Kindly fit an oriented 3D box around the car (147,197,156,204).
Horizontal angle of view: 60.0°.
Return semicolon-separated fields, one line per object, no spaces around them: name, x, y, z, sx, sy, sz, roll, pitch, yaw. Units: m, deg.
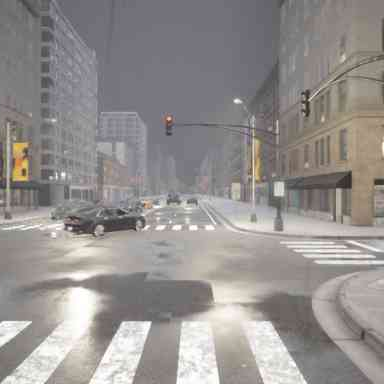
car;-6.541;1.473;45.760;1.882;1.535;5.008;0;0;0

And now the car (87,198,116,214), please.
car;-9.806;1.503;36.394;1.837;1.490;4.892;0;0;0

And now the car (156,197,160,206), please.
car;-6.518;1.517;55.612;1.812;1.442;4.674;0;0;1

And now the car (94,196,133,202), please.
car;-6.566;1.352;27.418;2.097;1.767;4.553;0;0;0

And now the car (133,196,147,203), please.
car;-6.552;1.490;36.257;2.128;1.511;4.902;0;0;0

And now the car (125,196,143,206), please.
car;-9.761;1.483;56.637;2.128;1.511;4.902;0;0;1

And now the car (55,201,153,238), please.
car;-4.564;1.509;18.029;1.837;1.490;4.892;2;1;33

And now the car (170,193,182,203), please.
car;-3.191;1.208;68.347;2.150;2.045;5.566;0;0;0

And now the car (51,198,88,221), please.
car;-9.815;1.352;27.422;2.097;1.767;4.553;0;0;0

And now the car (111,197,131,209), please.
car;-9.793;1.521;46.339;1.812;1.442;4.674;0;0;0

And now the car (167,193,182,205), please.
car;-3.200;1.212;57.927;2.150;2.045;5.566;0;0;0

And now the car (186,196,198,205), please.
car;0.050;1.496;57.895;1.837;1.490;4.892;0;0;0

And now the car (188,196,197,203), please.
car;0.059;1.512;68.314;1.812;1.442;4.674;0;0;0
